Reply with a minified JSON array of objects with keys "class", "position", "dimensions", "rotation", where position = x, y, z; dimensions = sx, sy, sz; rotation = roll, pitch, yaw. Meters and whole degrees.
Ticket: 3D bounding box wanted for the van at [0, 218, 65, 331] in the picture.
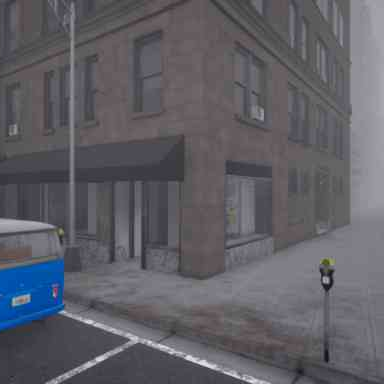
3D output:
[{"class":"van","position":[-3.995,1.340,5.926],"dimensions":[3.998,1.788,1.690],"rotation":[0,0,35]}]
